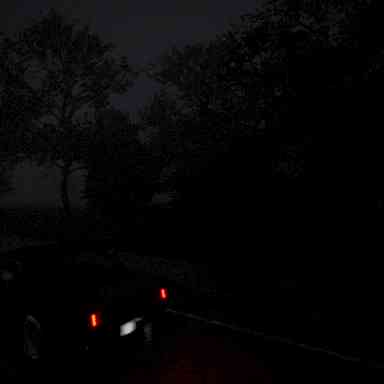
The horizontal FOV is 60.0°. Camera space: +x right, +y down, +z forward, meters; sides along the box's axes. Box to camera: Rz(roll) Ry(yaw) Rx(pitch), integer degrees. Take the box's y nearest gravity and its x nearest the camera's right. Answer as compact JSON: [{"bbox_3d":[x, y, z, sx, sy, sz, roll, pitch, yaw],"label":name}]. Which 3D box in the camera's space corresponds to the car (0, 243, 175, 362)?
[{"bbox_3d":[-2.689,1.602,5.909,4.718,1.301,1.895,0,0,35],"label":"car"}]
